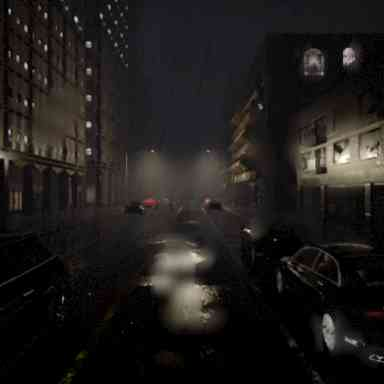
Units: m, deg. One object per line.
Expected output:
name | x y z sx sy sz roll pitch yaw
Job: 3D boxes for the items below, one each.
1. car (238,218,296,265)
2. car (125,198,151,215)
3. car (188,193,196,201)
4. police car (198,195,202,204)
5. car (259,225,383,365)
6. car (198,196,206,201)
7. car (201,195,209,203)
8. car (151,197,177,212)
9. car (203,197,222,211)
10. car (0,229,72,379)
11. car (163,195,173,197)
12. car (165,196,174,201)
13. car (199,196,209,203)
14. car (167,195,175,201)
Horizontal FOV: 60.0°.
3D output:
car | 2.679 1.555 11.469 2.008 1.369 4.403 0 0 0
car | -5.728 1.568 34.053 2.008 1.369 4.403 0 0 0
car | -0.090 1.460 80.169 1.837 1.490 4.892 0 0 0
police car | 2.295 1.468 63.127 1.930 1.638 5.238 0 0 0
car | 2.684 1.553 5.821 2.008 1.369 4.403 0 0 0
car | 2.594 1.621 84.900 2.008 1.369 4.403 0 0 0
car | 2.639 1.466 45.361 1.967 1.590 4.097 0 0 0
car | -3.137 1.584 38.280 1.994 1.385 4.181 0 0 0
car | 2.646 1.603 39.712 1.802 1.307 4.206 0 0 0
car | -3.095 1.354 3.748 2.097 1.767 4.553 0 0 0
car | -5.774 1.621 73.593 1.947 1.339 4.313 0 0 0
car | -5.786 1.621 84.890 2.008 1.369 4.403 0 0 0
car | 2.608 1.621 73.603 1.947 1.339 4.313 0 0 0
car | -5.793 1.519 90.540 1.967 1.590 4.097 0 0 0
